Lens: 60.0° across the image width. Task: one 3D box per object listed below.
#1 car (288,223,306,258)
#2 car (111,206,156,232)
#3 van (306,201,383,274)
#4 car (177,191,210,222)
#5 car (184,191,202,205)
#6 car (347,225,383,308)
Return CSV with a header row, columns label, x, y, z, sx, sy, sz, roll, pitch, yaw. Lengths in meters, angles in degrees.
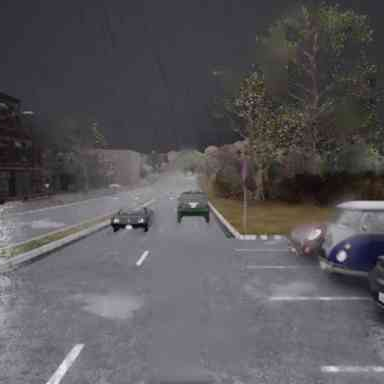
label,x,y,z,sx,sy,sz,roll,pitch,yaw
car,5.565,1.290,10.906,4.553,1.767,2.185,0,1,0
car,-3.162,1.432,18.887,1.895,1.301,4.718,0,1,0
van,5.419,1.215,8.153,4.442,1.987,1.878,0,1,0
car,0.093,0.959,23.812,2.150,2.045,5.566,0,1,0
car,0.089,0.751,41.852,2.128,1.511,4.902,0,2,0
car,5.530,1.459,5.396,4.892,1.521,2.231,0,0,0
